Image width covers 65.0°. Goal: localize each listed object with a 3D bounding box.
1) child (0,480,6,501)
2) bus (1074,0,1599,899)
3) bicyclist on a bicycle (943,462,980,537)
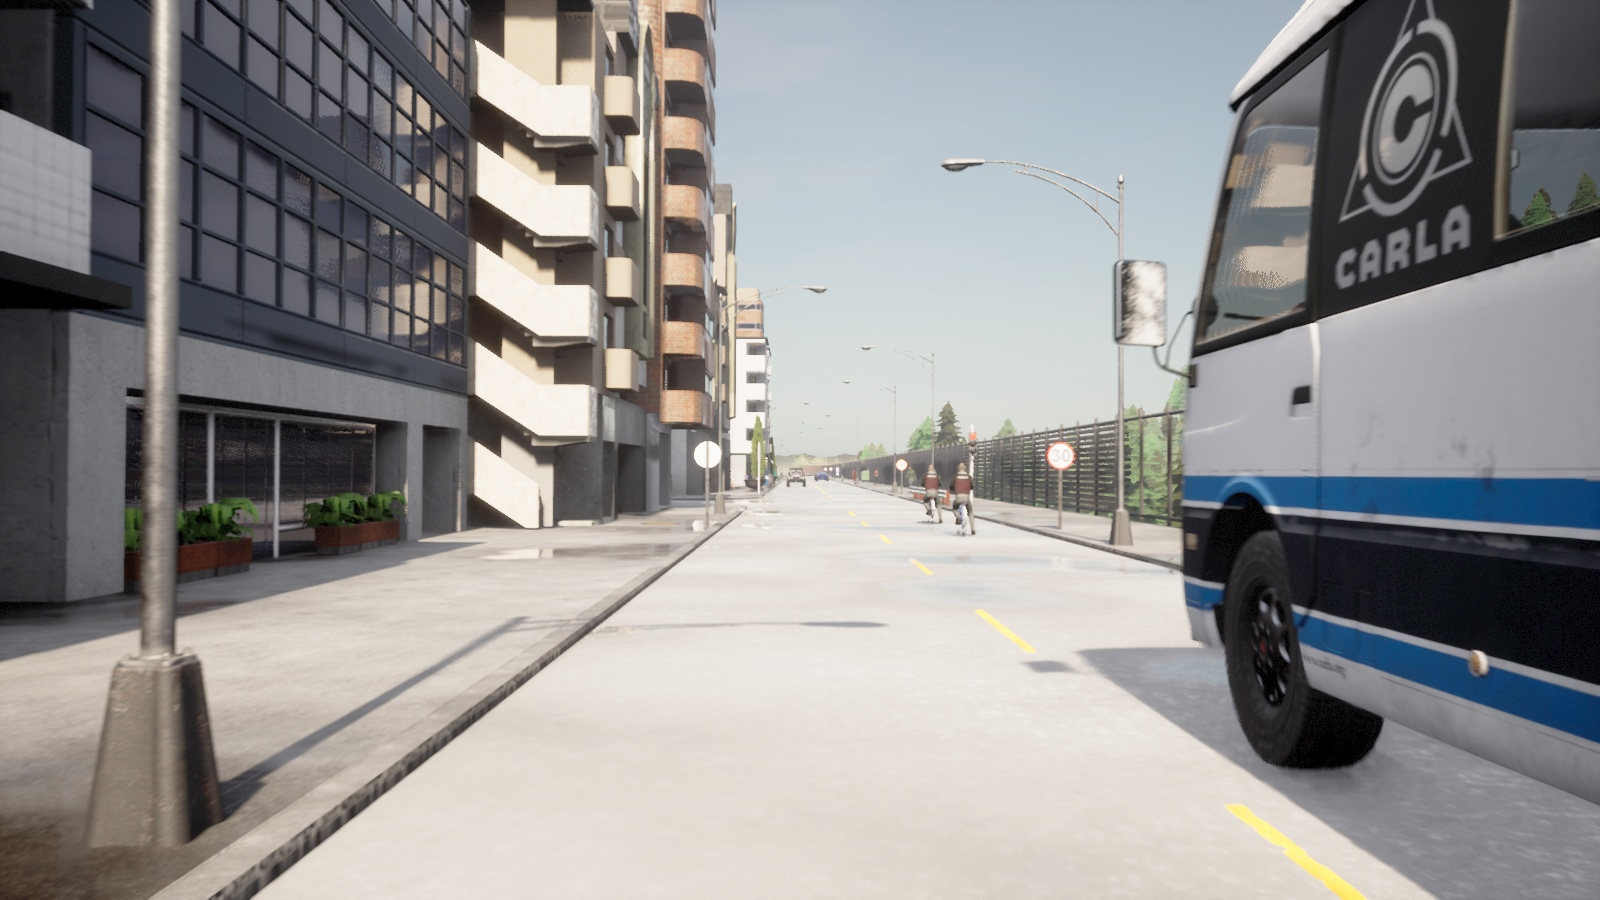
[{"bbox_3d":[-44.093,2.234,69.316,0.394,1.110,0.255,0,-1,-1],"label":"child"},{"bbox_3d":[3.984,-0.512,3.931,3.944,4.253,10.273,0,-1,0],"label":"bus"},{"bbox_3d":[3.918,1.182,30.623,0.659,1.776,1.843,0,-1,0],"label":"bicyclist on a bicycle"}]
